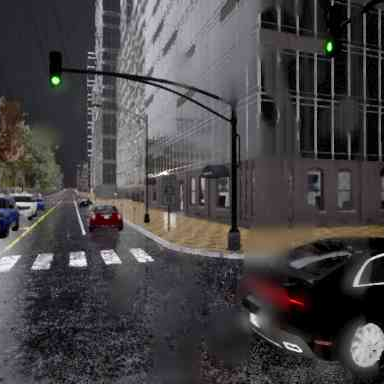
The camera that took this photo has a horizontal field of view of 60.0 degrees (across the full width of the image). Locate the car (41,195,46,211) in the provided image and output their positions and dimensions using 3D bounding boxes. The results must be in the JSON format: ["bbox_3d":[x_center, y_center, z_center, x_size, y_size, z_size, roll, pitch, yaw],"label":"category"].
[{"bbox_3d":[-18.617,1.438,39.898,1.882,1.535,5.008,0,0,-20],"label":"car"}]

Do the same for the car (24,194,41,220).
[{"bbox_3d":[-14.087,1.191,27.296,2.150,2.045,5.566,0,1,-20],"label":"car"}]

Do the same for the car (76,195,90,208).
[{"bbox_3d":[-15.011,1.524,46.906,1.947,1.339,4.313,0,0,-20],"label":"car"}]

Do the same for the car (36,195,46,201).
[{"bbox_3d":[-34.475,1.456,76.137,1.802,1.307,4.206,0,0,-20],"label":"car"}]

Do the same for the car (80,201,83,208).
[{"bbox_3d":[-7.293,1.546,25.532,1.947,1.339,4.313,0,0,-20],"label":"car"}]

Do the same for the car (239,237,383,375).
[{"bbox_3d":[3.157,1.494,5.332,4.892,1.490,1.837,0,0,-19],"label":"car"}]

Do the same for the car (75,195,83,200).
[{"bbox_3d":[-30.447,1.425,89.659,1.802,1.307,4.206,0,0,-20],"label":"car"}]

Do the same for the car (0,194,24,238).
[{"bbox_3d":[-10.493,1.203,17.339,2.150,2.045,5.566,0,0,-20],"label":"car"}]

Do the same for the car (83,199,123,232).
[{"bbox_3d":[-5.364,1.424,20.189,1.967,1.590,4.097,0,0,-20],"label":"car"}]

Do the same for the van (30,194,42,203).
[{"bbox_3d":[-30.614,1.247,65.447,1.690,1.788,3.998,0,0,-20],"label":"van"}]

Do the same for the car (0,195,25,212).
[{"bbox_3d":[-20.964,1.274,38.719,2.192,1.841,5.009,0,0,-20],"label":"car"}]

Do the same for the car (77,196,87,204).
[{"bbox_3d":[-20.857,1.451,63.099,1.752,1.417,4.829,0,0,-20],"label":"car"}]

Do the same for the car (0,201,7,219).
[{"bbox_3d":[-17.105,1.521,28.028,2.008,1.369,4.403,0,0,-20],"label":"car"}]
